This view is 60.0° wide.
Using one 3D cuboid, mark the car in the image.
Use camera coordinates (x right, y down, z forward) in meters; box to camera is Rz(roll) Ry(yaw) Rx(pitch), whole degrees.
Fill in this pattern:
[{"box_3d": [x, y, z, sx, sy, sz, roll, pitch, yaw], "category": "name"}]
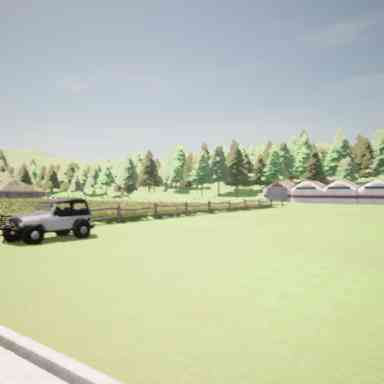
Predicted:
[{"box_3d": [-6.338, 1.237, 15.048, 1.905, 1.878, 3.866, 0, 0, 35], "category": "car"}]
